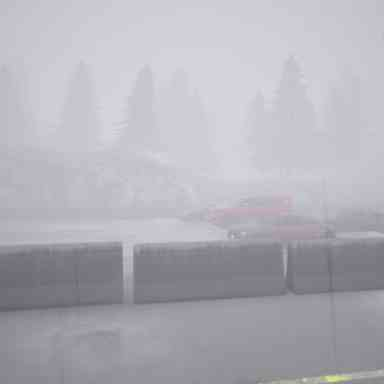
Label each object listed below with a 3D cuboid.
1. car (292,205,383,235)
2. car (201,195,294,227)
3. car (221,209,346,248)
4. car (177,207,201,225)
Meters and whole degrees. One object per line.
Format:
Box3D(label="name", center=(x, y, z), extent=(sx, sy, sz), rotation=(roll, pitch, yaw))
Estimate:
Box3D(label="car", center=(8.474, 1.529, 17.817), extent=(5.357, 1.411, 2.033), rotation=(0, 0, -11))
Box3D(label="car", center=(3.673, 1.211, 20.487), extent=(5.566, 2.045, 2.150), rotation=(0, 0, -11))
Box3D(label="car", center=(3.560, 1.559, 13.347), extent=(4.181, 1.385, 1.994), rotation=(0, 0, -11))
Box3D(label="car", center=(1.298, 1.516, 23.607), extent=(4.674, 1.442, 1.812), rotation=(0, 0, -10))
